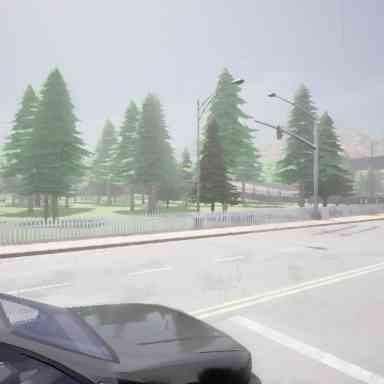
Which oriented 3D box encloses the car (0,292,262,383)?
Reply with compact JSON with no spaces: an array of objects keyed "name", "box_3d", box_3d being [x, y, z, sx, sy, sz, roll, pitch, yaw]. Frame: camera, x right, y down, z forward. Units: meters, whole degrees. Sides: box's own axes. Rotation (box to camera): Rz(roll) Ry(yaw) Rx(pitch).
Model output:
[{"name":"car","box_3d":[-1.951,1.547,2.374,5.357,1.411,2.033,0,0,-36]}]
